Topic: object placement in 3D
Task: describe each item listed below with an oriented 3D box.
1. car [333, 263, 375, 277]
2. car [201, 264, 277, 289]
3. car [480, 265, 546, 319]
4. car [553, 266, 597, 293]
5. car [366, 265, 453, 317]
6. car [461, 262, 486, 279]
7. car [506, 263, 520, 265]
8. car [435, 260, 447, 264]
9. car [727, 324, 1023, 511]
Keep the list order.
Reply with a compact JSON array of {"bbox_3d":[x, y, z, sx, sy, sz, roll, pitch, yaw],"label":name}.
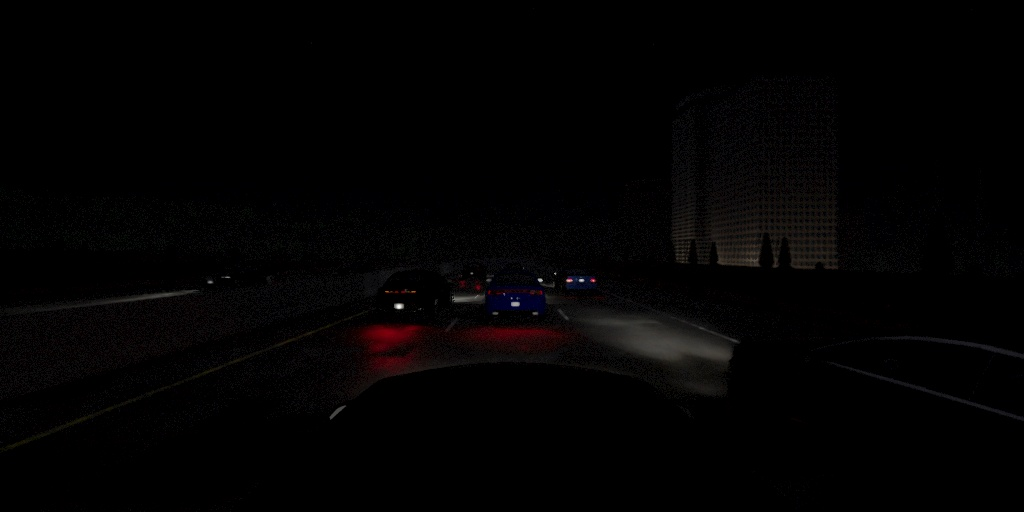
[{"bbox_3d":[-14.077,1.323,32.510,2.033,1.411,5.357,0,0,0],"label":"car"},{"bbox_3d":[-17.595,1.258,23.369,2.128,1.511,4.902,0,0,0],"label":"car"},{"bbox_3d":[0.100,1.235,12.794,1.882,1.535,5.008,0,0,0],"label":"car"},{"bbox_3d":[3.599,1.312,21.058,2.033,1.411,5.357,0,0,0],"label":"car"},{"bbox_3d":[-3.401,1.262,13.213,1.837,1.490,4.892,0,0,0],"label":"car"},{"bbox_3d":[-3.415,1.301,32.759,1.812,1.442,4.674,0,0,0],"label":"car"},{"bbox_3d":[0.098,1.321,31.140,2.033,1.411,5.357,0,0,0],"label":"car"},{"bbox_3d":[-10.557,1.359,53.914,1.994,1.385,4.181,0,0,0],"label":"car"},{"bbox_3d":[3.600,1.242,2.533,2.128,1.511,4.902,0,0,0],"label":"car"}]
